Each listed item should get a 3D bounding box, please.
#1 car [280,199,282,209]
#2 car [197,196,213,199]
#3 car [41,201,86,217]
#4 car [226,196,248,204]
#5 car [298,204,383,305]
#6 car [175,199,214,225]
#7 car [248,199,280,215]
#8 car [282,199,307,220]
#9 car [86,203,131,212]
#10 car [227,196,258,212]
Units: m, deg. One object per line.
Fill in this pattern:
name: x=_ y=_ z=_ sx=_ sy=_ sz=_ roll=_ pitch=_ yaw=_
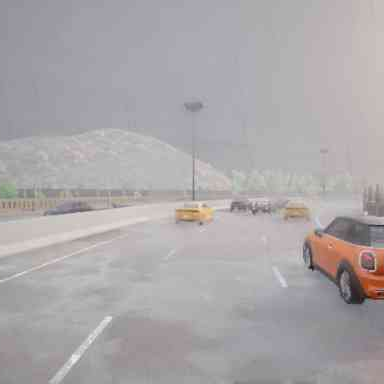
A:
car: x=11.935 y=1.562 z=42.936 sx=1.994 sy=1.385 sz=4.181 roll=0 pitch=0 yaw=29
car: x=2.147 y=1.505 z=60.473 sx=1.837 sy=1.490 sz=4.892 roll=0 pitch=-1 yaw=36
car: x=-9.994 y=1.505 z=26.911 sx=1.837 sy=1.490 sz=4.892 roll=0 pitch=0 yaw=16
car: x=8.583 y=1.475 z=63.296 sx=1.882 sy=1.535 sz=5.008 roll=0 pitch=0 yaw=39
car: x=4.248 y=1.351 z=8.149 sx=2.097 sy=1.767 sz=4.553 roll=0 pitch=0 yaw=6
car: x=0.270 y=1.477 z=24.070 sx=1.882 sy=1.535 sz=5.008 roll=0 pitch=0 yaw=16
car: x=7.409 y=1.600 z=33.790 sx=1.895 sy=1.301 sz=4.718 roll=0 pitch=0 yaw=23
car: x=8.911 y=1.476 z=28.017 sx=1.882 sy=1.535 sz=5.008 roll=0 pitch=0 yaw=19
car: x=-6.312 y=1.600 z=27.267 sx=1.895 sy=1.301 sz=4.718 roll=0 pitch=0 yaw=17
car: x=5.928 y=1.503 z=38.915 sx=1.837 sy=1.490 sz=4.892 roll=0 pitch=0 yaw=25
